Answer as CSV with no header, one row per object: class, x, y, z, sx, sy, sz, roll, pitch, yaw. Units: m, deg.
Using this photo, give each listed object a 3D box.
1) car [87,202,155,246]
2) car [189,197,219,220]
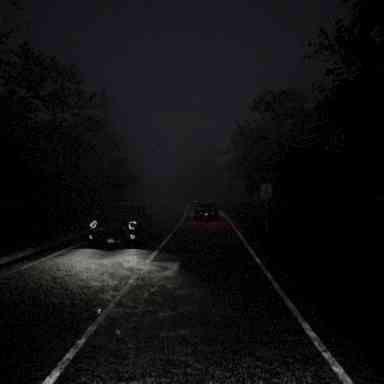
car,-3.027,1.295,15.007,2.097,1.767,4.553,0,0,3
car,1.110,1.386,26.440,2.128,1.511,4.902,0,0,2
